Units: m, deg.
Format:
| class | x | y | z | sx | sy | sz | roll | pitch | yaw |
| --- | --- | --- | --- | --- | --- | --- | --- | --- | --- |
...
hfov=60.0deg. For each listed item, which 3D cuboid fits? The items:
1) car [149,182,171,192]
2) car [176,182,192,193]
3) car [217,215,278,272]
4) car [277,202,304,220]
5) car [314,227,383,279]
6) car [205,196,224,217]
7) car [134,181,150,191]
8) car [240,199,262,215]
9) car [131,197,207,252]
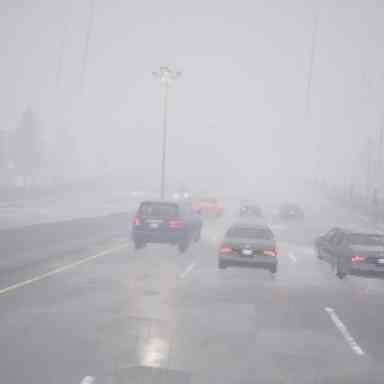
| class | x | y | z | sx | sy | sz | roll | pitch | yaw |
| --- | --- | --- | --- | --- | --- | --- | --- | --- | --- |
| car | -4.775 | -0.843 | 53.882 | 2.033 | 1.411 | 5.357 | 2 | 6 | 10 |
| car | -1.266 | -0.827 | 53.624 | 1.882 | 1.535 | 5.008 | 2 | 6 | 10 |
| car | 2.002 | 1.771 | 11.759 | 2.033 | 1.411 | 5.357 | 2 | -1 | 11 |
| car | 8.804 | 1.595 | 29.858 | 1.994 | 1.385 | 4.181 | 2 | 3 | 10 |
| car | 5.439 | 1.891 | 11.106 | 2.033 | 1.411 | 5.357 | 2 | -1 | 11 |
| car | 1.751 | 1.187 | 30.146 | 2.097 | 1.767 | 4.553 | 2 | 3 | 10 |
| car | -8.112 | -1.075 | 55.051 | 2.128 | 1.511 | 4.902 | 2 | 6 | 10 |
| car | 5.421 | 1.418 | 30.786 | 1.812 | 1.442 | 4.674 | 2 | 4 | 10 |
| car | -0.933 | 1.364 | 15.039 | 2.150 | 2.045 | 5.566 | 2 | 0 | 10 |
